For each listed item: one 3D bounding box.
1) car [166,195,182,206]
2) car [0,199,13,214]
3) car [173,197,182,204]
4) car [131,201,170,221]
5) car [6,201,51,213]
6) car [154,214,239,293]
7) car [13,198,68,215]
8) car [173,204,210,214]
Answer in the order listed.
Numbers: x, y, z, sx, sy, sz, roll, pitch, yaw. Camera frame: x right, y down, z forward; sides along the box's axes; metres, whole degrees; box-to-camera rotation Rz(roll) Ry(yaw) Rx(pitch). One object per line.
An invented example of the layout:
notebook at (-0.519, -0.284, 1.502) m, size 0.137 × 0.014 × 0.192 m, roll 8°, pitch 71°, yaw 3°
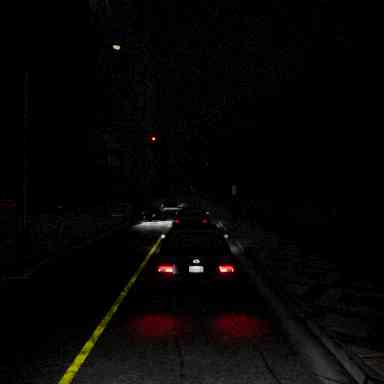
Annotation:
car at (-3.139, 1.646, 51.422) m, size 2.033 × 1.411 × 5.357 m, roll 0°, pitch 0°, yaw 3°
car at (-17.996, 1.490, 33.143) m, size 5.008 × 1.535 × 1.882 m, roll 0°, pitch -2°, yaw 0°
car at (-3.116, 1.708, 71.169) m, size 1.812 × 1.442 × 4.674 m, roll 0°, pitch 0°, yaw 0°
car at (-3.626, 1.559, 27.145) m, size 1.994 × 1.385 × 4.181 m, roll 1°, pitch 1°, yaw -22°
car at (-19.072, 1.735, 38.997) m, size 4.313 × 1.339 × 1.947 m, roll 0°, pitch -1°, yaw 0°
car at (0.073, 1.552, 8.993) m, size 2.033 × 1.411 × 5.357 m, roll 0°, pitch 0°, yaw 0°
car at (-13.593, 1.380, 30.495) m, size 4.097 × 1.590 × 1.967 m, roll 0°, pitch -2°, yaw -1°
car at (0.002, 1.577, 18.298) m, size 1.994 × 1.385 × 4.181 m, roll 0°, pitch 0°, yaw 1°
